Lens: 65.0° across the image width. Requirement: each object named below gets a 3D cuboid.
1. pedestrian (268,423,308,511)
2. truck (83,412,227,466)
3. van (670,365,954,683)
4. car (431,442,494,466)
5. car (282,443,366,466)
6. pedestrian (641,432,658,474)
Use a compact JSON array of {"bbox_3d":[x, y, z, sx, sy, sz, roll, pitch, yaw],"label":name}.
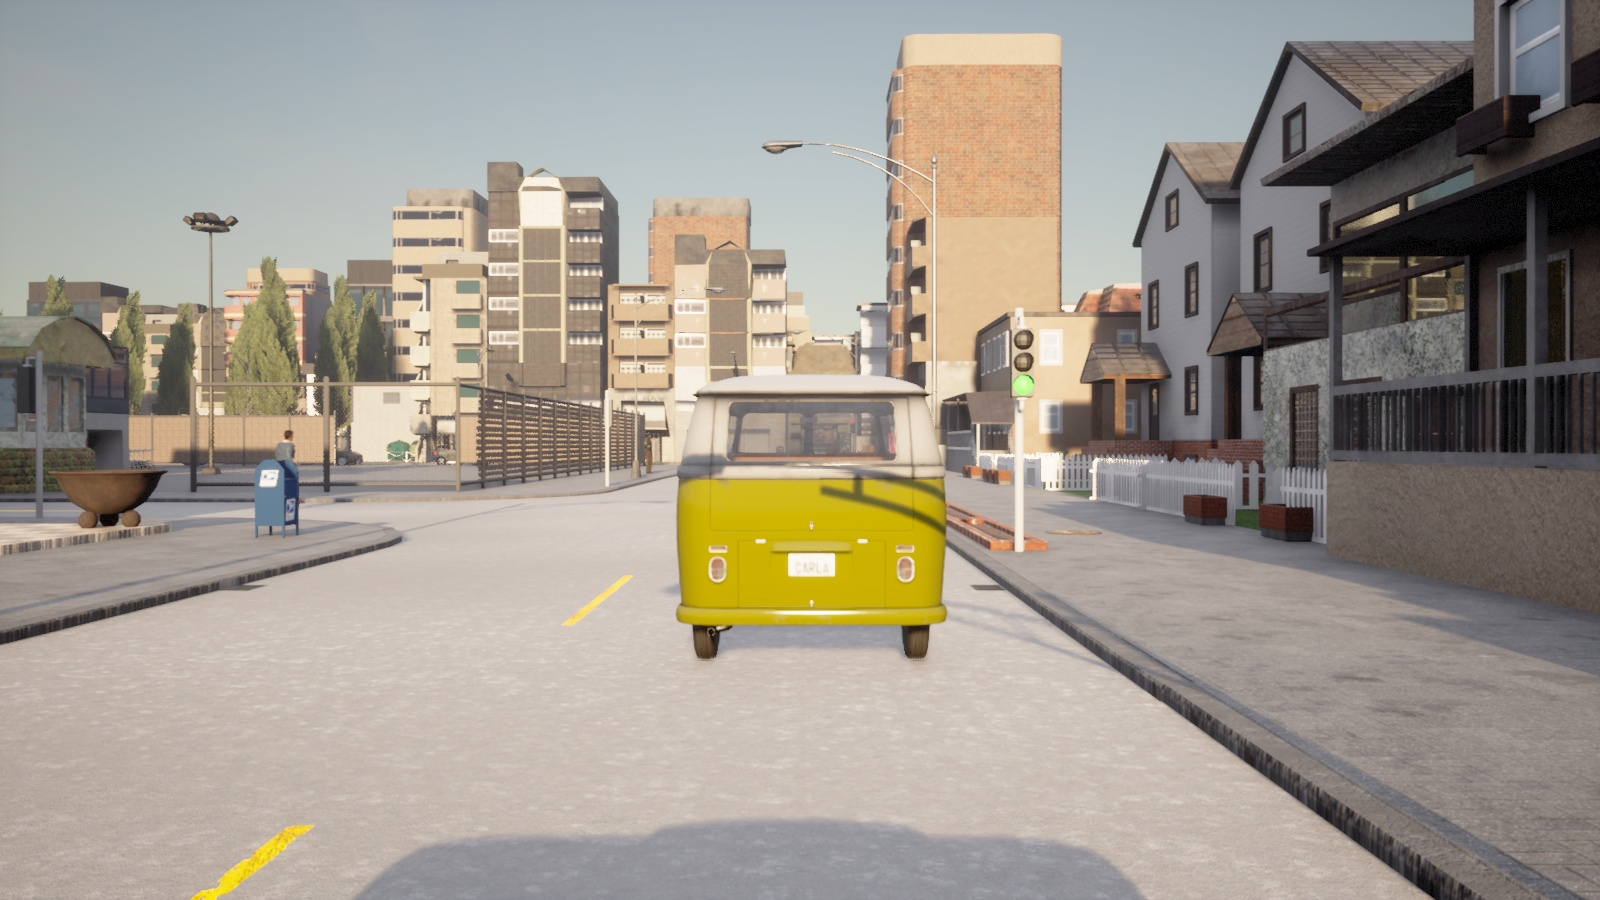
[{"bbox_3d":[-11.585,0.377,28.443,0.423,1.949,0.788,0,0,19],"label":"pedestrian"},{"bbox_3d":[-42.366,-0.705,82.723,7.936,3.462,2.891,0,0,-13],"label":"truck"},{"bbox_3d":[0.077,0.447,10.077,1.775,1.987,4.442,0,0,0],"label":"van"},{"bbox_3d":[-22.375,0.267,83.444,3.705,1.549,1.789,0,0,0],"label":"car"},{"bbox_3d":[-31.588,0.286,83.492,4.892,1.490,1.837,0,0,1],"label":"car"},{"bbox_3d":[-6.960,0.145,57.920,0.692,1.930,0.395,0,0,32],"label":"pedestrian"}]
